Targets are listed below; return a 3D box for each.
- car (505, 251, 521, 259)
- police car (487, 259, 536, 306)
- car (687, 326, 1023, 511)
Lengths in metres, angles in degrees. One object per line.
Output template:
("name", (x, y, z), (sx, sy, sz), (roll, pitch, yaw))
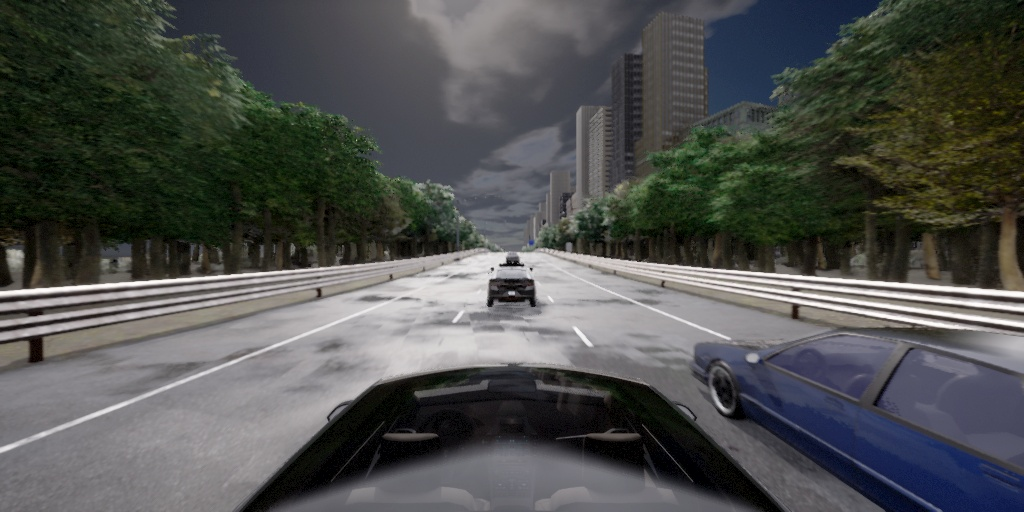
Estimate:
("car", (0.090, 0.425, 47.657), (1.837, 1.490, 4.892), (0, 2, 0))
("police car", (-0.012, 1.131, 15.758), (1.930, 1.638, 5.238), (0, 1, 0))
("car", (3.501, 1.300, 2.825), (2.033, 1.411, 5.357), (0, 0, 0))
